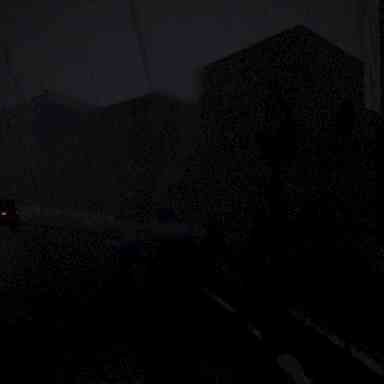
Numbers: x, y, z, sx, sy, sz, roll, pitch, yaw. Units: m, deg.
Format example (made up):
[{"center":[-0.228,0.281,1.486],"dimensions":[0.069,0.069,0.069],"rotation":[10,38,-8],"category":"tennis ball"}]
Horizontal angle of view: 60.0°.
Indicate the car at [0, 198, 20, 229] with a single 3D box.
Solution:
[{"center":[-13.676,1.434,22.364],"dimensions":[5.566,2.045,2.150],"rotation":[0,0,40],"category":"car"}]
